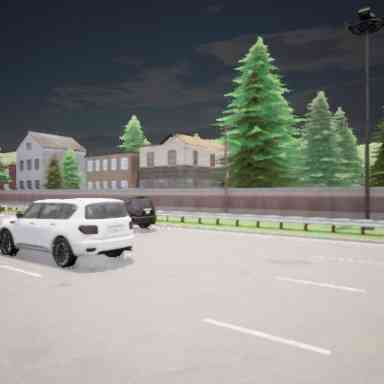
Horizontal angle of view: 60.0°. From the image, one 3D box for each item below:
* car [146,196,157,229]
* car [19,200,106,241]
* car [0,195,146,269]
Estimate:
[{"bbox_3d":[-4.673,1.226,20.224,5.566,2.045,2.150,0,0,35],"label":"car"},{"bbox_3d":[-6.865,1.356,17.488,4.553,1.767,2.097,0,0,36],"label":"car"},{"bbox_3d":[-4.454,1.224,11.469,5.566,2.045,2.150,0,0,36],"label":"car"}]
